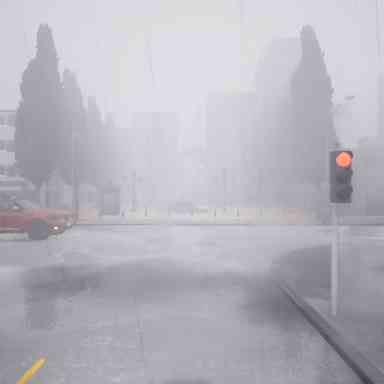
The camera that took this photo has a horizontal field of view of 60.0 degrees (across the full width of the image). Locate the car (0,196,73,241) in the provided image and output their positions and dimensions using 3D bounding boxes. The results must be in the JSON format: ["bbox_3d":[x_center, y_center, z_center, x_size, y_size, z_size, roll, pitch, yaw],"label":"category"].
[{"bbox_3d":[-8.759,1.223,16.151,5.566,2.045,2.150,0,0,0],"label":"car"}]
